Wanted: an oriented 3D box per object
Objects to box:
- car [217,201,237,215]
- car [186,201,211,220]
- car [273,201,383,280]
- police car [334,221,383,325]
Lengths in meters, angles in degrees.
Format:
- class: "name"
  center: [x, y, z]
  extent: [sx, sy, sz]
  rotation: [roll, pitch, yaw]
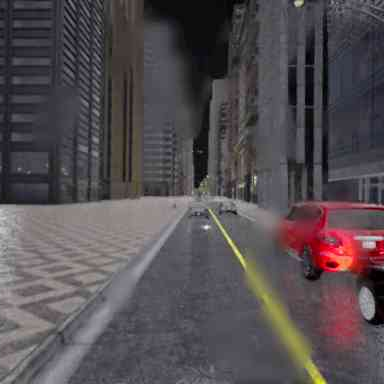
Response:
- class: "car"
  center: [3.760, 1.693, 35.757]
  extent: [2.033, 1.411, 5.357]
  rotation: [1, 0, 2]
- class: "car"
  center: [0.583, 1.595, 29.739]
  extent: [1.837, 1.490, 4.892]
  rotation: [1, 0, 1]
- class: "car"
  center: [4.079, 1.301, 10.249]
  extent: [2.150, 2.045, 5.566]
  rotation: [1, 0, 1]
- class: "police car"
  center: [3.952, 1.484, 4.328]
  extent: [1.930, 1.638, 5.238]
  rotation: [1, 0, 1]
